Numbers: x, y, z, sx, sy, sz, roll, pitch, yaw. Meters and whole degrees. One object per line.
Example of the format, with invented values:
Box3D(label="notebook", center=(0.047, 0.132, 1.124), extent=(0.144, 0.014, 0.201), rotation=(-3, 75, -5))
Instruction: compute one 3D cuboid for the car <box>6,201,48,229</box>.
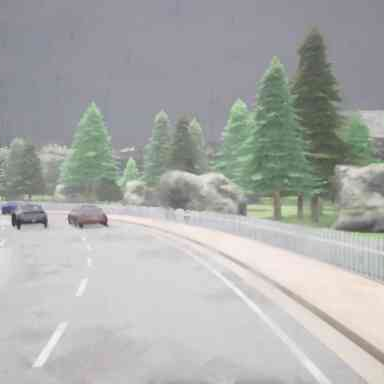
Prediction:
Box3D(label="car", center=(-11.154, 1.612, 22.777), extent=(2.128, 1.511, 4.902), rotation=(-1, 0, -33))

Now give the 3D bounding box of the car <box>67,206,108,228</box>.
Box3D(label="car", center=(-7.399, 1.649, 23.398), extent=(1.994, 1.385, 4.181), rotation=(0, 0, -32))

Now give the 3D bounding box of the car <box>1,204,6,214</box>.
Box3D(label="car", center=(-19.014, 1.679, 36.153), extent=(5.008, 1.535, 1.882), rotation=(-1, 0, 42))
